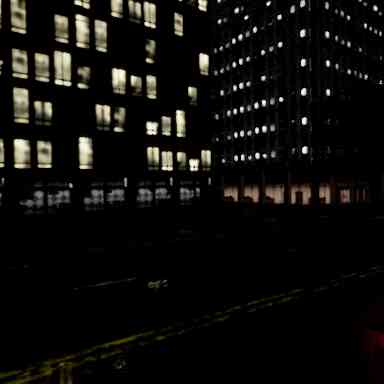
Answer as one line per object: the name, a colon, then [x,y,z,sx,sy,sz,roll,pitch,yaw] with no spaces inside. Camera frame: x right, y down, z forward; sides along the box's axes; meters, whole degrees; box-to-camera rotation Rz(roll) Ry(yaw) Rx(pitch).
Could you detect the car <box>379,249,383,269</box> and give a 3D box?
car: [6.704,1.499,8.246,4.718,1.301,1.895,-1,0,-35]
